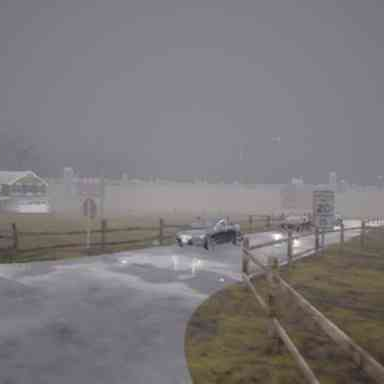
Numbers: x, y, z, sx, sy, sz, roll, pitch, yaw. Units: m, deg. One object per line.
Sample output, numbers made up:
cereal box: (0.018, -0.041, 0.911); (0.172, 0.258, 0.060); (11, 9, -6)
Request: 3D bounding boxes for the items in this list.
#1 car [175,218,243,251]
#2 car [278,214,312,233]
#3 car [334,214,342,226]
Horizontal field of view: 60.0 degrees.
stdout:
car: (1.029, 2.148, 17.728); (2.128, 1.511, 4.902); (1, -2, 34)
car: (9.231, 2.748, 29.582); (1.882, 1.535, 5.008); (1, -2, 35)
car: (17.279, 3.407, 41.132); (1.812, 1.442, 4.674); (1, -2, 35)
